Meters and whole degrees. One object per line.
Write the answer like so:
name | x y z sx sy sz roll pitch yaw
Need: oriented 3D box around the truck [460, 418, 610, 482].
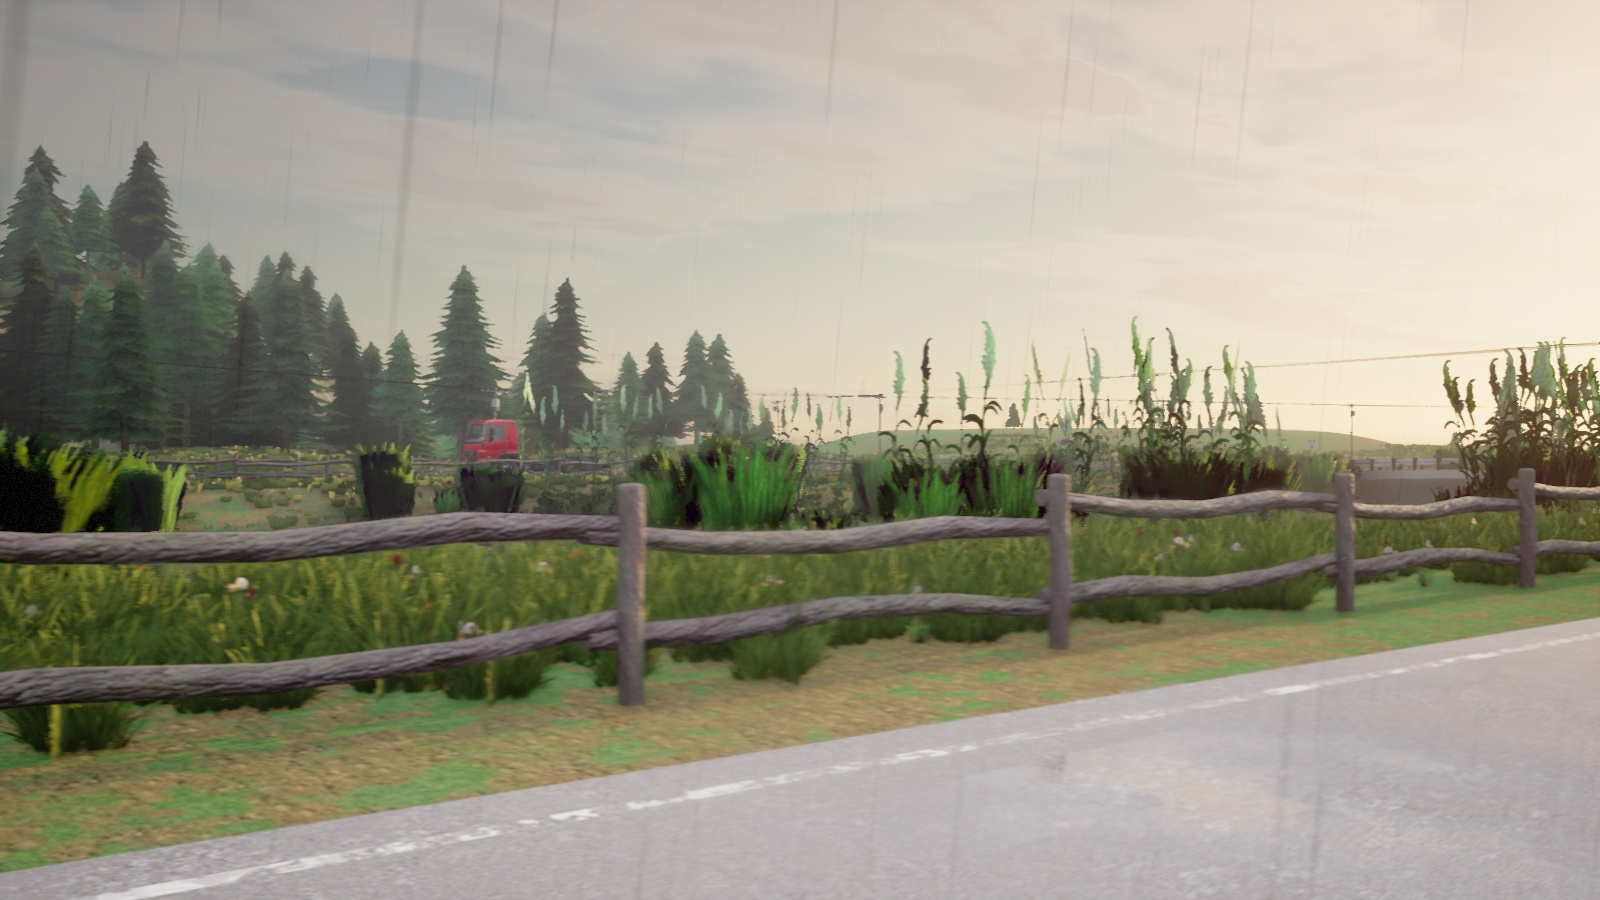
truck | -15.171 0.007 72.174 7.936 3.462 2.891 0 0 -35
